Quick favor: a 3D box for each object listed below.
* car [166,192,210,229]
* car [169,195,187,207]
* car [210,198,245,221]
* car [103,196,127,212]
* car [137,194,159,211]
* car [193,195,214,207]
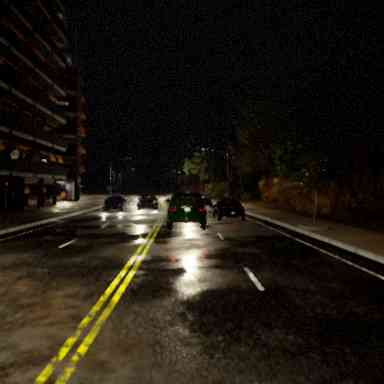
[{"bbox_3d":[-0.372,1.014,20.132,2.150,2.045,5.566,0,0,-3],"label":"car"},{"bbox_3d":[-1.847,1.105,42.621,2.033,1.411,5.357,0,1,-5],"label":"car"},{"bbox_3d":[2.635,1.218,24.832,1.882,1.535,5.008,0,1,-3],"label":"car"},{"bbox_3d":[-7.847,1.134,34.247,1.882,1.535,5.008,0,0,-4],"label":"car"},{"bbox_3d":[-4.665,0.990,35.428,2.097,1.767,4.553,0,1,-4],"label":"car"},{"bbox_3d":[1.374,1.103,42.415,2.033,1.411,5.357,0,1,-5],"label":"car"}]
